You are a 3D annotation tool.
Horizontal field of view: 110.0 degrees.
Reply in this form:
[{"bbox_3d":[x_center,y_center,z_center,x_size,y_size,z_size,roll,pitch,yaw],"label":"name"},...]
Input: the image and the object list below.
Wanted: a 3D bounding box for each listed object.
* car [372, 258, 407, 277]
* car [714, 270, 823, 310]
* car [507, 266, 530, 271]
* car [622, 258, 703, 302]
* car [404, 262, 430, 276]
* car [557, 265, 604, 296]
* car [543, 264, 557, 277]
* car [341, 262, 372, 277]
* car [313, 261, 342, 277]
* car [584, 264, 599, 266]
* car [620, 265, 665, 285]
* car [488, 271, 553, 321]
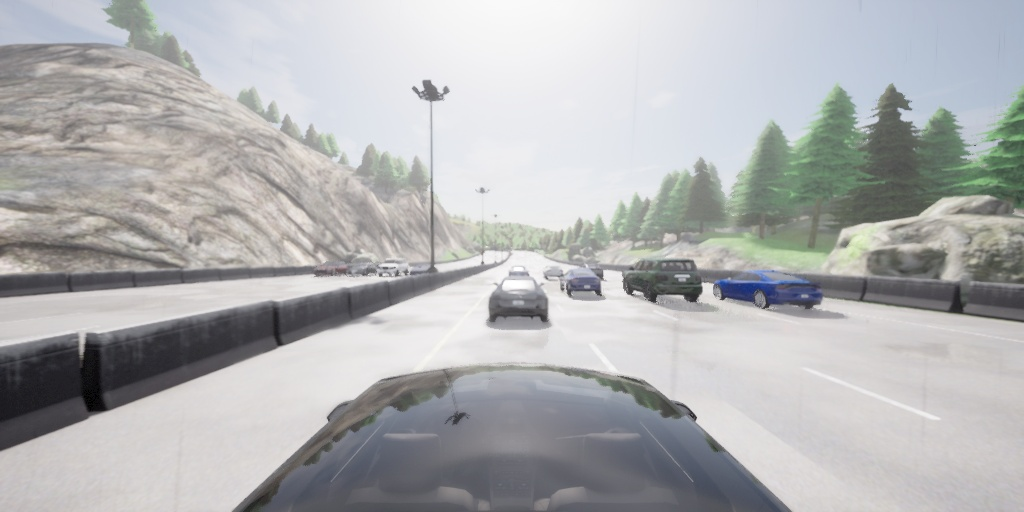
[{"bbox_3d":[-13.454,1.283,40.904,2.150,2.045,5.566,0,0,1],"label":"car"},{"bbox_3d":[10.801,1.359,15.625,1.882,1.535,5.008,0,-1,1],"label":"car"},{"bbox_3d":[0.564,1.545,31.062,2.033,1.411,5.357,0,0,1],"label":"car"},{"bbox_3d":[7.348,1.121,18.030,2.150,2.045,5.566,0,0,1],"label":"car"},{"bbox_3d":[-9.966,1.609,40.323,2.033,1.411,5.357,0,0,1],"label":"car"},{"bbox_3d":[3.895,1.441,20.703,1.812,1.442,4.674,0,0,1],"label":"car"},{"bbox_3d":[4.155,1.570,36.093,1.812,1.442,4.674,0,-1,1],"label":"car"},{"bbox_3d":[-16.951,1.549,40.956,2.128,1.511,4.902,0,0,1],"label":"car"},{"bbox_3d":[-20.456,1.402,40.685,2.097,1.767,4.553,0,-1,1],"label":"car"},{"bbox_3d":[7.638,1.532,35.072,2.128,1.511,4.902,0,-1,1],"label":"car"},{"bbox_3d":[11.062,1.558,30.887,2.033,1.411,5.357,0,0,1],"label":"car"},{"bbox_3d":[0.243,1.409,12.942,1.994,1.385,4.181,0,0,1],"label":"car"}]
